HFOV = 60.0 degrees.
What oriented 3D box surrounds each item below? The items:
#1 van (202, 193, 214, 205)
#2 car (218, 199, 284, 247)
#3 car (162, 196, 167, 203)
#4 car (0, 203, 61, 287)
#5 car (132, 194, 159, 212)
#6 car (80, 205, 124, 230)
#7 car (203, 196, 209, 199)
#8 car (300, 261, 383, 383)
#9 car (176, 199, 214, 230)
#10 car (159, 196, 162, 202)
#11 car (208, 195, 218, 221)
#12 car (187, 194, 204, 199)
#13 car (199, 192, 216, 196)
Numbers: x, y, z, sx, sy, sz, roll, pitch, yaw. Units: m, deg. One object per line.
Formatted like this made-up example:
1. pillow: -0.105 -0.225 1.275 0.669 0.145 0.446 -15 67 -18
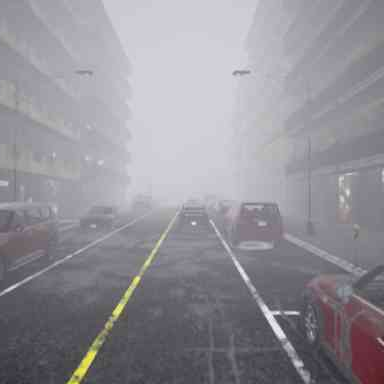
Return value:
1. van: 2.532 1.090 53.219 1.690 1.788 3.998 1 0 0
2. car: 2.549 1.229 14.499 2.192 1.841 5.009 1 0 0
3. car: -5.322 1.314 58.803 1.802 1.307 4.206 1 0 0
4. car: -5.295 1.260 9.024 2.192 1.841 5.009 1 0 0
5. car: -5.306 1.122 36.677 2.192 1.841 5.009 1 0 0
6. car: -5.305 1.450 20.089 1.947 1.339 4.313 1 0 0
7. car: 2.534 1.390 36.626 1.802 1.307 4.206 1 0 0
8. car: 2.592 1.419 3.438 1.967 1.590 4.097 1 0 0
9. car: 0.094 1.390 19.969 1.837 1.490 4.892 0 0 0
10. car: -5.314 1.330 42.209 1.887 1.381 4.507 1 0 0
11. car: 2.541 1.298 25.563 1.967 1.590 4.097 1 0 0
12. car: 0.089 1.328 37.998 1.812 1.442 4.674 0 0 0
13. car: 2.535 1.082 47.687 2.192 1.841 5.009 1 0 0
